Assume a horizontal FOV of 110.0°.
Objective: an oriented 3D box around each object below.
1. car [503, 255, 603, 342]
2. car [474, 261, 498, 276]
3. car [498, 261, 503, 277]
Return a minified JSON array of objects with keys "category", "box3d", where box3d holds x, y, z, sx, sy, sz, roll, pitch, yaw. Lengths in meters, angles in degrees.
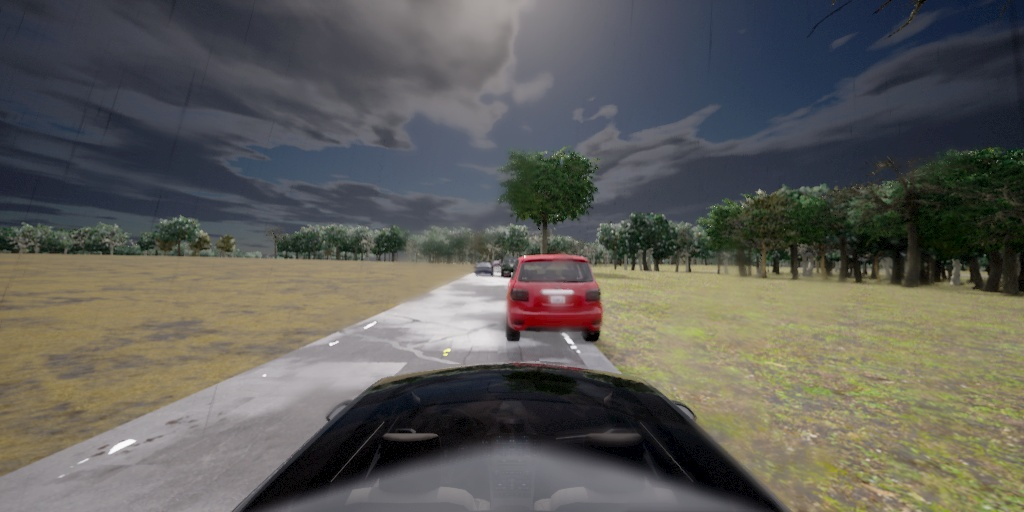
[{"category":"car","box3d":[0.944,1.001,10.049,2.150,2.045,5.566,0,0,0]},{"category":"car","box3d":[-2.910,1.393,38.660,2.033,1.411,5.357,0,0,0]},{"category":"car","box3d":[0.010,1.063,37.650,2.150,2.045,5.566,0,0,0]}]
